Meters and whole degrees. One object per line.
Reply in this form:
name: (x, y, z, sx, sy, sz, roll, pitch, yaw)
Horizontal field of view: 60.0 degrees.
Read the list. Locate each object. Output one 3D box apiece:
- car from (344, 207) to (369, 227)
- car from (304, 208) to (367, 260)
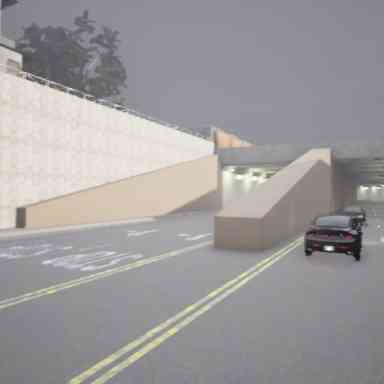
car: (12.678, 1.827, 26.182, 1.895, 1.301, 4.718, 0, 0, 29)
car: (5.723, 1.615, 13.174, 1.837, 1.490, 4.892, 0, 0, 29)
